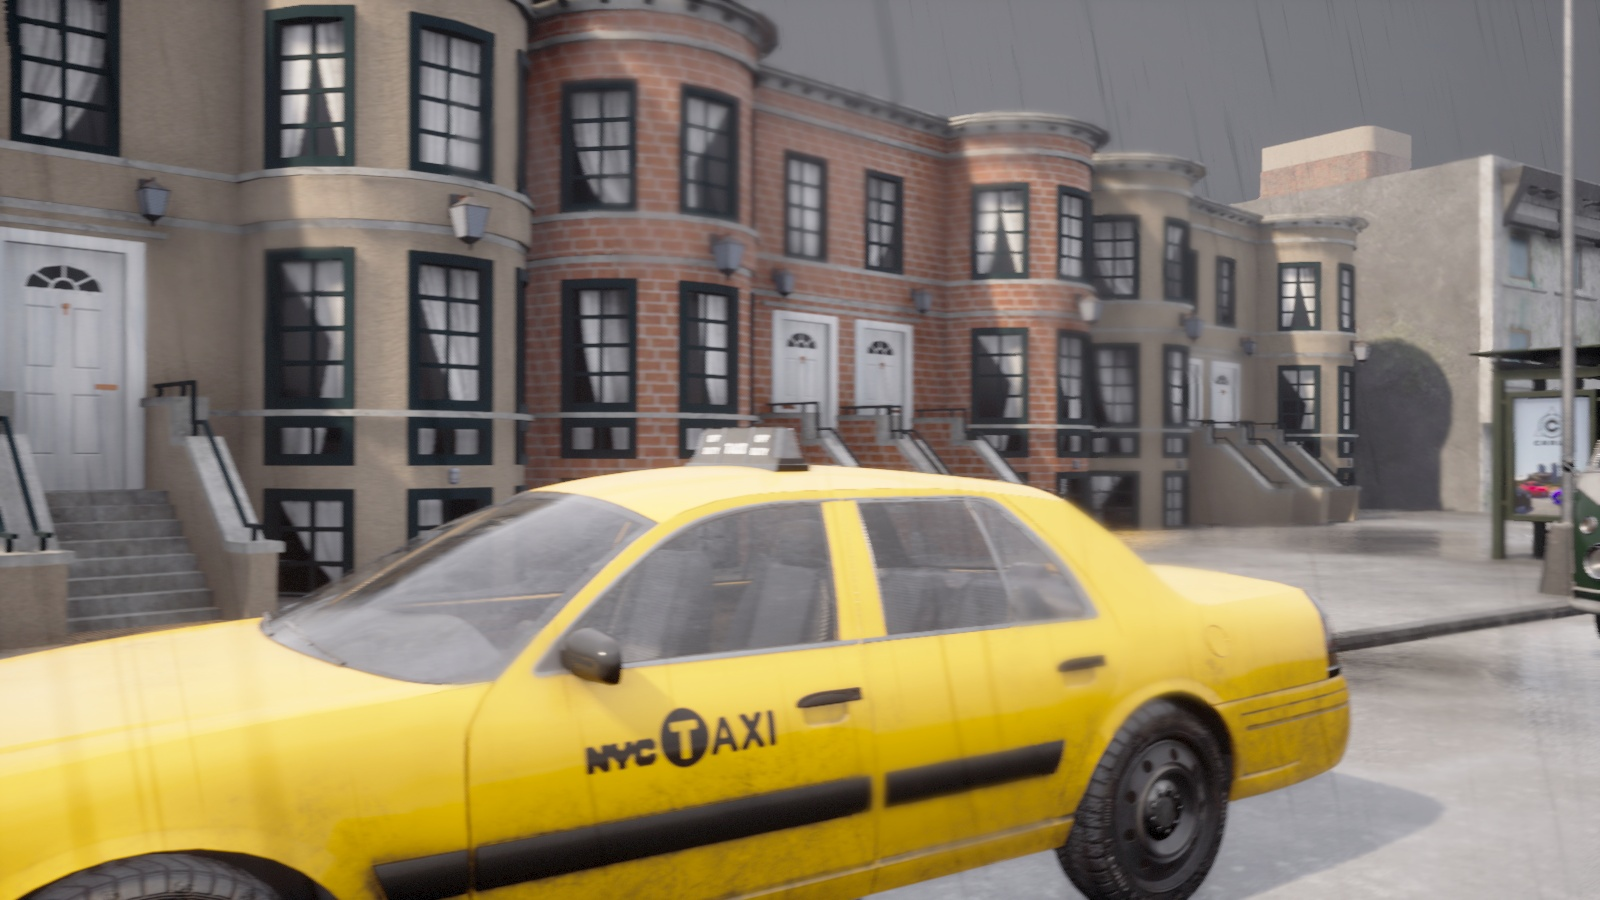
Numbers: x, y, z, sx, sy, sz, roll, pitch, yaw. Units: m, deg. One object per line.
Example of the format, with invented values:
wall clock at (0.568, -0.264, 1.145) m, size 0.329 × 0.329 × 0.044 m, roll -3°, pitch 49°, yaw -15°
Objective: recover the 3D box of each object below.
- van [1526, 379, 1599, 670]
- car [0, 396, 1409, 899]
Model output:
van at (7.515, 0.505, 9.500) m, size 4.442 × 1.987 × 1.775 m, roll 0°, pitch 0°, yaw -35°
car at (-0.396, 0.695, 3.992) m, size 5.366 × 1.575 × 1.801 m, roll 0°, pitch 0°, yaw -35°
